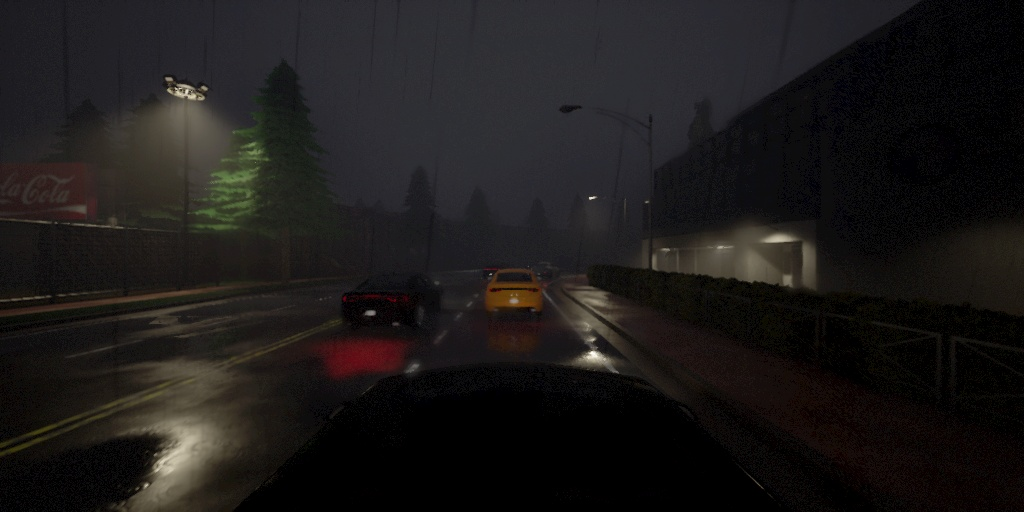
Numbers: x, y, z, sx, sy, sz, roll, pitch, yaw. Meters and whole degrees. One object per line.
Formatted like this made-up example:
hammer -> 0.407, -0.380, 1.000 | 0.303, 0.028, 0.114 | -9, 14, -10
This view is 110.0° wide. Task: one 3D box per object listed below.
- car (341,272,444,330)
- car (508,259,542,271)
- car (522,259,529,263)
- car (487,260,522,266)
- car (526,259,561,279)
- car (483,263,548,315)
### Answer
car -> -3.419, 1.222, 11.173 | 1.882, 1.535, 5.008 | 0, 0, 0
car -> 1.910, 1.213, 50.320 | 2.128, 1.511, 4.902 | 0, 0, 41
car -> 2.660, 1.230, 45.679 | 1.837, 1.490, 4.892 | -1, -1, 38
car -> -0.947, 1.238, 31.098 | 1.837, 1.490, 4.892 | -1, 0, 18
car -> 3.057, 1.258, 31.979 | 1.812, 1.442, 4.674 | 0, 0, 20
car -> 0.090, 1.220, 13.535 | 1.882, 1.535, 5.008 | 0, 0, 0
